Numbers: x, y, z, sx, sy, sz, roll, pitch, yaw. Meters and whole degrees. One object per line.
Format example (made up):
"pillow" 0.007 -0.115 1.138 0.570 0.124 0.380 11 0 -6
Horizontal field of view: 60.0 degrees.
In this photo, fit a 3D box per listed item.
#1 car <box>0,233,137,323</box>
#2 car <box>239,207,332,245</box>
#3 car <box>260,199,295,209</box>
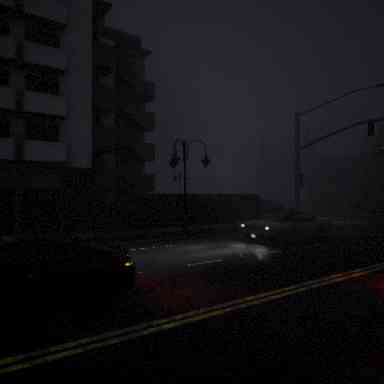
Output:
"car" -3.279 1.526 5.951 4.674 1.442 1.812 0 0 -35
"car" 4.471 1.601 15.744 4.718 1.301 1.895 0 0 -35
"car" 7.769 1.478 32.176 1.882 1.535 5.008 0 0 -38
